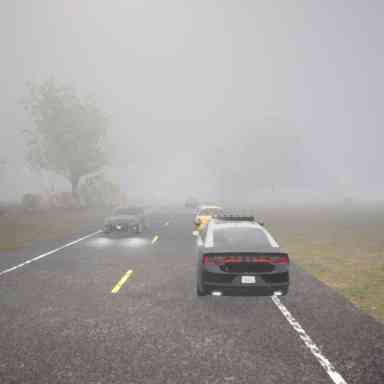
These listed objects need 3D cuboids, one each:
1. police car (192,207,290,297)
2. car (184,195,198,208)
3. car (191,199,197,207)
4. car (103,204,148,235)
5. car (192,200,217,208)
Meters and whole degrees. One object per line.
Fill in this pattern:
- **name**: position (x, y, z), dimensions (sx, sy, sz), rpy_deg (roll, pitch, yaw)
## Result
- **police car**: position (1.048, 1.423, 8.763), dimensions (1.930, 1.638, 5.238), rpy_deg (0, 0, 0)
- **car**: position (0.021, 1.522, 46.613), dimensions (1.994, 1.385, 4.181), rpy_deg (0, 0, 1)
- **car**: position (1.044, 1.515, 24.654), dimensions (1.812, 1.442, 4.674), rpy_deg (0, 0, 0)
- **car**: position (-3.605, 1.498, 18.812), dimensions (1.837, 1.490, 4.892), rpy_deg (0, 0, 0)
- **car**: position (1.045, 1.449, 18.843), dimensions (1.801, 1.575, 5.366), rpy_deg (0, 0, 0)
